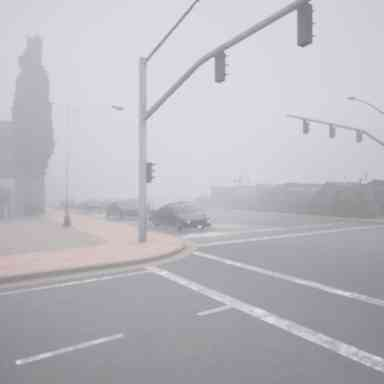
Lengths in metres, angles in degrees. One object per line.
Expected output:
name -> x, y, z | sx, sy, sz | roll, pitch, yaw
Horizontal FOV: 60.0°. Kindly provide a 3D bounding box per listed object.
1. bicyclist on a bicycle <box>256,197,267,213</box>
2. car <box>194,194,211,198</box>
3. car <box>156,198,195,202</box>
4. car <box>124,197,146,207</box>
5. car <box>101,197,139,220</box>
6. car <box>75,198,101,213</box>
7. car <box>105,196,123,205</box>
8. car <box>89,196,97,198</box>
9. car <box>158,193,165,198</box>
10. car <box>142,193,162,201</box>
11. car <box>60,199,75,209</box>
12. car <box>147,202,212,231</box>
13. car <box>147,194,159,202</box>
bicyclist on a bicycle -> 7.308, 1.317, 34.979 | 1.656, 1.620, 0.582 | -6, 3, -32
car -> 2.942, 1.239, 62.189 | 3.866, 1.878, 1.905 | 0, 0, -34
car -> -0.705, 1.525, 27.217 | 2.128, 1.511, 4.902 | 0, 0, -33
car -> -9.277, 1.618, 53.960 | 1.994, 1.385, 4.181 | 0, 0, -33
car -> -6.081, 1.505, 29.131 | 1.882, 1.535, 5.008 | 0, 0, -33
car -> -11.362, 1.630, 37.382 | 1.895, 1.301, 4.718 | 0, 0, -33
car -> -14.667, 1.533, 62.305 | 1.882, 1.535, 5.008 | 0, 0, -33
car -> -18.084, 1.541, 61.205 | 2.128, 1.511, 4.902 | 0, 0, -33
car -> -8.091, 1.243, 78.418 | 3.866, 1.878, 1.905 | 0, 0, -34
car -> -9.668, 1.240, 80.845 | 4.605, 1.855, 1.932 | 0, 0, -34
car -> -16.886, 1.633, 46.072 | 1.895, 1.301, 4.718 | 0, 0, -32
car -> -0.923, 1.573, 20.991 | 2.033, 1.411, 5.357 | 0, 0, -31
car -> -5.664, 1.387, 34.971 | 2.097, 1.767, 4.553 | 0, 0, -33
